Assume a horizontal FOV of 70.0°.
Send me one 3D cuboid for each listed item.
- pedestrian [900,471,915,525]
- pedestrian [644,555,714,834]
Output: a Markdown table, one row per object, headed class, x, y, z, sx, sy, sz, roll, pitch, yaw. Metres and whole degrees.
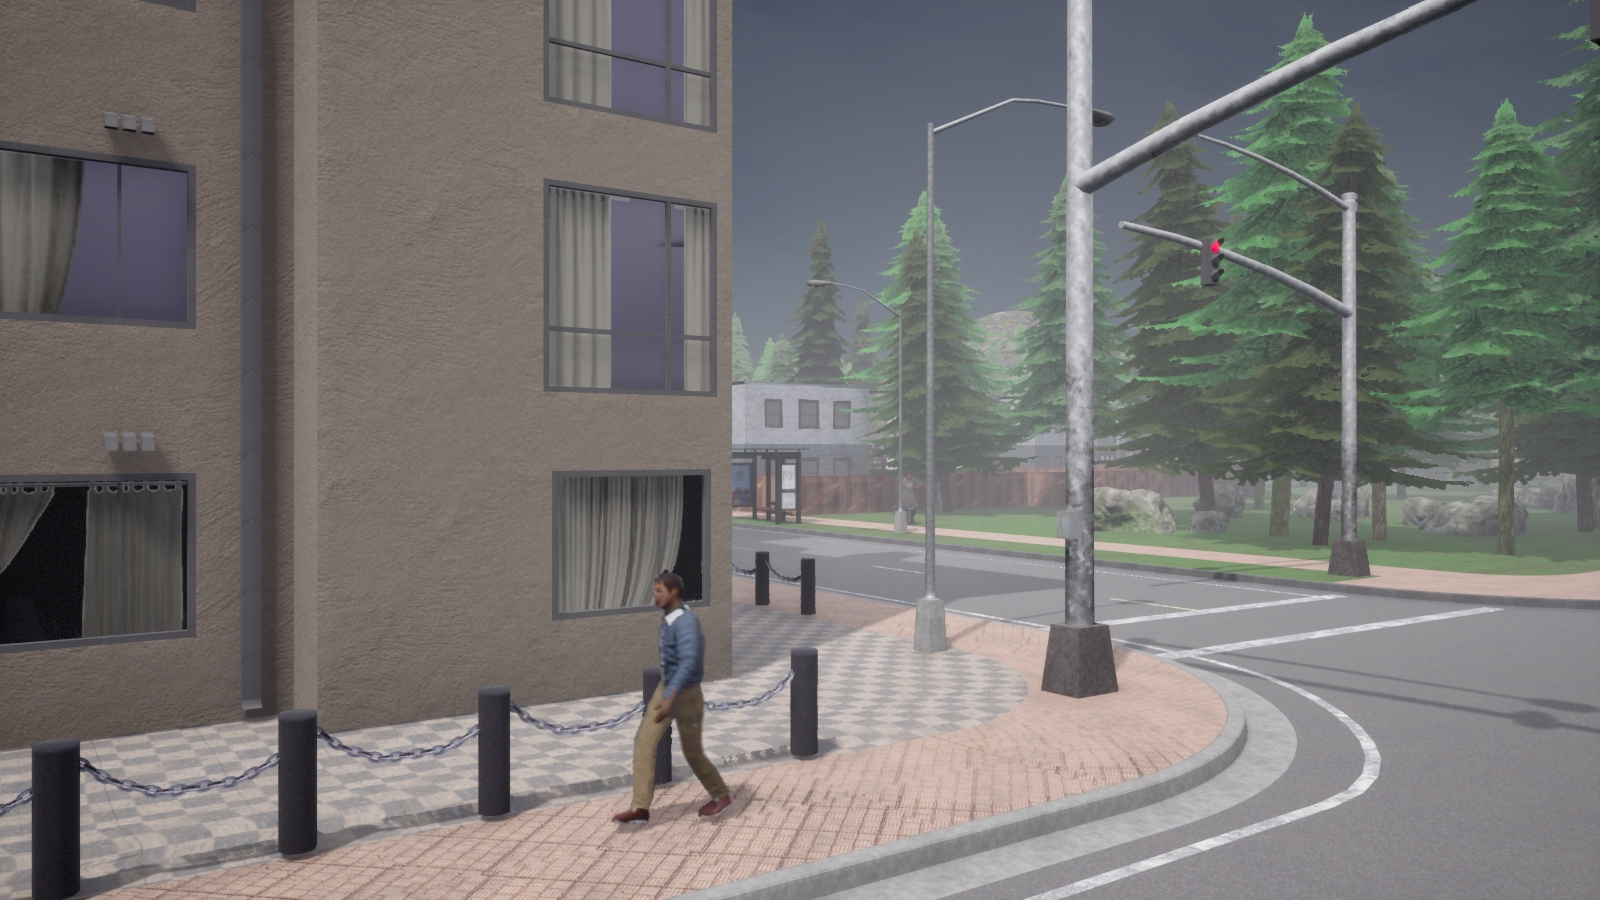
| class | x | y | z | sx | sy | sz | roll | pitch | yaw |
| --- | --- | --- | --- | --- | --- | --- | --- | --- | --- |
| pedestrian | 3.740 | 1.676 | 39.781 | 0.375 | 1.860 | 0.375 | 0 | 0 | -34 |
| pedestrian | -0.855 | 1.694 | 8.053 | 0.375 | 1.860 | 0.375 | 0 | 0 | -30 |
